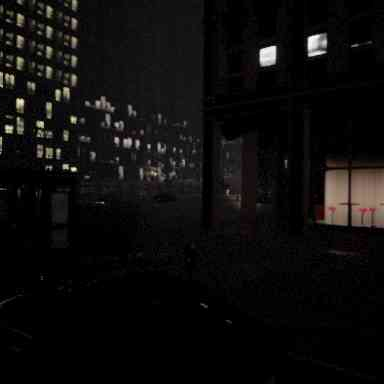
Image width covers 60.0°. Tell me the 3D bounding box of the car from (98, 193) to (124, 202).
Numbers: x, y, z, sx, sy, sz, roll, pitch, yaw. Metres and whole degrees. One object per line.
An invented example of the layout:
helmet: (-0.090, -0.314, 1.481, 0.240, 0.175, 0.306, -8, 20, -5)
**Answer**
car: (-12.857, 0.868, 52.864, 1.994, 1.385, 4.181, 1, 1, 35)

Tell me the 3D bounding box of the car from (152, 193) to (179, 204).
car: (-3.868, 0.905, 48.613, 1.812, 1.442, 4.674, 1, 1, 34)

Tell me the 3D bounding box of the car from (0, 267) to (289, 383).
car: (-1.125, 1.561, 3.733, 4.313, 1.339, 1.947, 0, 1, 36)
